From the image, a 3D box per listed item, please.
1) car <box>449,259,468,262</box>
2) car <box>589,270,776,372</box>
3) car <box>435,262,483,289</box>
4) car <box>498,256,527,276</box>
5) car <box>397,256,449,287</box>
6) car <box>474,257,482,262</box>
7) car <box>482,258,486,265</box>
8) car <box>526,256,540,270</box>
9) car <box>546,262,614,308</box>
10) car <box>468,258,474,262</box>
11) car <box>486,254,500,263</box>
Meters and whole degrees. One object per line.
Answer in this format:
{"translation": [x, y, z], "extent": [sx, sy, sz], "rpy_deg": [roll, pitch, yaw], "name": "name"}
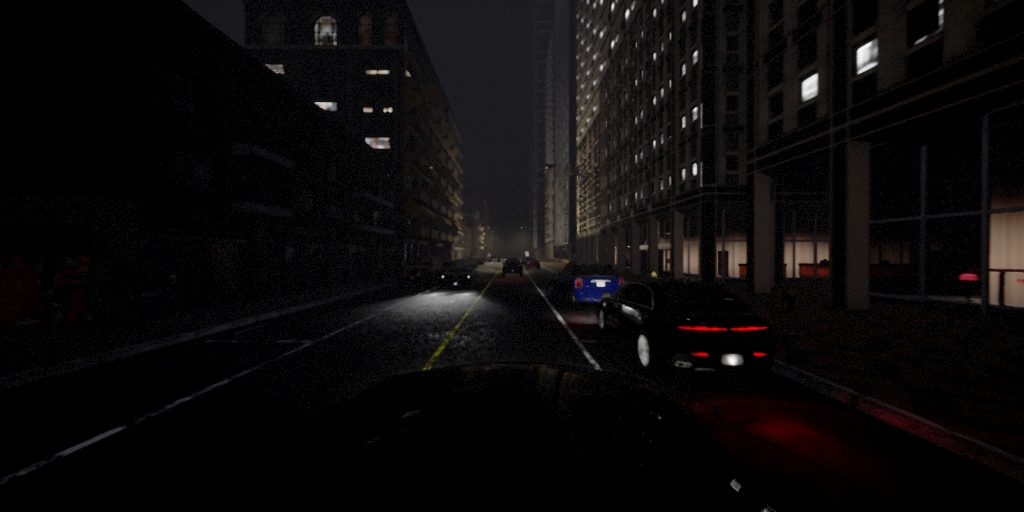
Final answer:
{"translation": [-5.703, 1.100, 34.165], "extent": [1.948, 1.339, 4.313], "rpy_deg": [0, 0, 0], "name": "car"}
{"translation": [3.143, 1.215, 7.533], "extent": [1.837, 1.490, 4.892], "rpy_deg": [0, 0, 0], "name": "car"}
{"translation": [-3.108, 1.215, 21.975], "extent": [1.895, 1.301, 4.718], "rpy_deg": [0, 0, 0], "name": "car"}
{"translation": [0.064, 1.032, 33.384], "extent": [2.128, 1.511, 4.902], "rpy_deg": [0, 1, 0], "name": "car"}
{"translation": [-5.699, 0.923, 22.868], "extent": [2.192, 1.841, 5.009], "rpy_deg": [0, 0, 0], "name": "car"}
{"translation": [-5.710, 0.953, 50.940], "extent": [1.751, 1.417, 4.829], "rpy_deg": [0, 0, 0], "name": "car"}
{"translation": [-5.714, 0.906, 62.408], "extent": [1.888, 1.381, 4.507], "rpy_deg": [0, 0, 0], "name": "car"}
{"translation": [2.673, 1.045, 45.465], "extent": [1.802, 1.307, 4.207], "rpy_deg": [0, 0, 0], "name": "car"}
{"translation": [2.931, 1.013, 14.841], "extent": [2.097, 1.767, 4.553], "rpy_deg": [0, 0, -6], "name": "car"}
{"translation": [-5.705, 1.048, 39.813], "extent": [2.007, 1.370, 4.403], "rpy_deg": [0, 0, 0], "name": "car"}
{"translation": [-3.024, 0.453, 62.548], "extent": [1.882, 1.535, 5.008], "rpy_deg": [0, 0, 0], "name": "car"}
